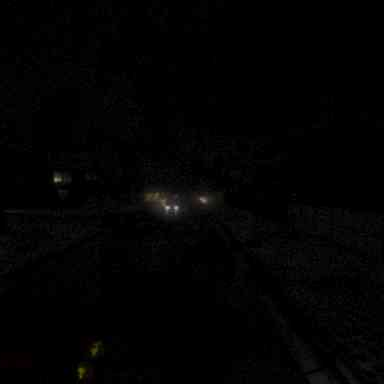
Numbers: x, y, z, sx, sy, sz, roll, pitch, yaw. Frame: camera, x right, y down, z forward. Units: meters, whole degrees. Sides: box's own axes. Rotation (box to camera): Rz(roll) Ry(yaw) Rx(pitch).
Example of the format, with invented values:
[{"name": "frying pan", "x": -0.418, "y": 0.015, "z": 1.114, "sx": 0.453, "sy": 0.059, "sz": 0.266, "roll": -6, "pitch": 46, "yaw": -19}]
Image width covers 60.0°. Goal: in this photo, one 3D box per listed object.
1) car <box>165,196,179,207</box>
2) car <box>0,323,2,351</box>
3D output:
[{"name": "car", "x": -2.770, "y": 1.297, "z": 47.494, "sx": 2.033, "sy": 1.411, "sz": 5.357, "roll": 0, "pitch": 1, "yaw": 0}, {"name": "car", "x": -2.838, "y": 1.498, "z": 1.409, "sx": 1.837, "sy": 1.490, "sz": 4.892, "roll": 0, "pitch": 0, "yaw": 0}]
